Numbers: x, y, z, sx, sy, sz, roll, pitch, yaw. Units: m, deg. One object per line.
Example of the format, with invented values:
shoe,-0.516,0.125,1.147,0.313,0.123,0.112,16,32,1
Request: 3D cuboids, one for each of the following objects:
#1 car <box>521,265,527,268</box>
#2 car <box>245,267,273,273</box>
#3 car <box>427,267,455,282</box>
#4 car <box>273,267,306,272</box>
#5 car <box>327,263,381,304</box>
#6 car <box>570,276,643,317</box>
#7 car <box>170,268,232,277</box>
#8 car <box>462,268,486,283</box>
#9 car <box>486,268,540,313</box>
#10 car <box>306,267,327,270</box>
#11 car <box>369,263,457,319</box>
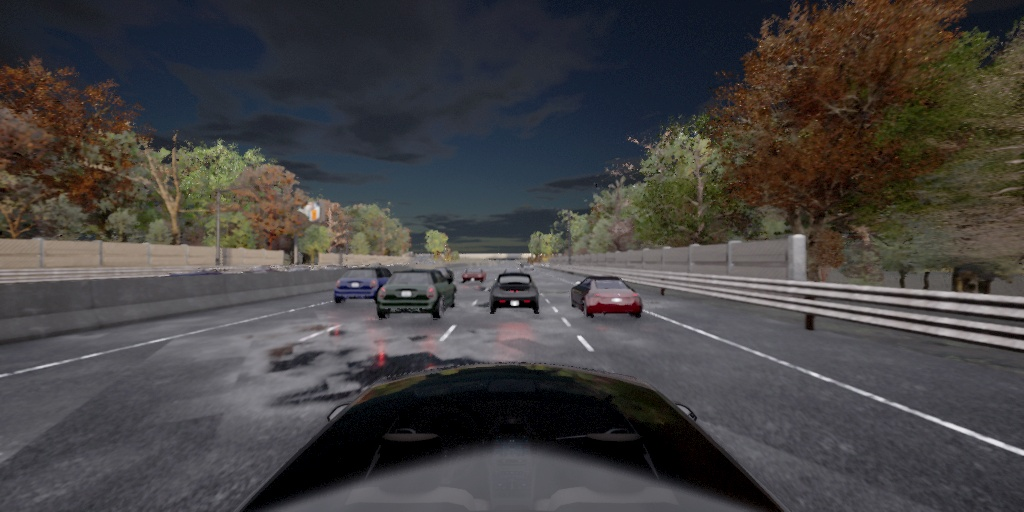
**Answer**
car,0.095,1.786,33.276,1.895,1.301,4.718,0,-1,0
car,-24.599,1.779,35.464,1.994,1.385,4.181,0,-1,0
car,-6.905,1.777,35.328,1.994,1.385,4.181,0,-1,0
car,-21.101,1.781,35.603,1.994,1.385,4.181,0,-1,0
car,-6.903,1.323,17.906,2.097,1.767,4.553,0,-1,0
car,3.501,1.476,13.990,1.994,1.385,4.181,0,-1,0
car,-28.103,1.775,32.523,1.895,1.301,4.718,0,-1,0
car,-3.405,1.786,33.287,1.895,1.301,4.718,0,-1,0
car,0.096,1.435,14.924,1.837,1.490,4.892,0,-1,0
car,-17.603,1.762,35.429,2.033,1.411,5.357,0,-1,0
car,-3.404,1.265,13.670,2.097,1.767,4.553,0,-1,0
